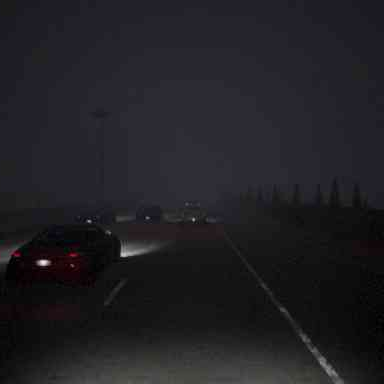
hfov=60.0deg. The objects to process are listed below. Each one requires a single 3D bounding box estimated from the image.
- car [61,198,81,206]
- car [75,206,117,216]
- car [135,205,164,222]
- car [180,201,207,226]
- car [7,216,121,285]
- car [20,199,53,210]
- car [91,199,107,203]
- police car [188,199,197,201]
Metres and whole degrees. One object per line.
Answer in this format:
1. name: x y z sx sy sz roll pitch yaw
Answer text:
1. car: -21.002 1.834 57.859 2.033 1.411 5.357 0 0 0
2. car: -6.901 1.699 24.501 1.895 1.301 4.718 0 0 0
3. car: -3.403 1.711 27.698 1.895 1.301 4.718 0 0 0
4. car: 0.098 1.623 24.370 1.812 1.442 4.674 0 0 0
5. car: -3.399 1.603 9.621 1.994 1.385 4.181 0 0 0
6. car: -17.575 1.628 37.751 1.882 1.535 5.008 0 0 0
7. car: -14.020 1.725 50.060 1.812 1.442 4.674 0 0 0
8. police car: 0.099 1.672 41.759 2.038 1.542 4.974 0 0 0
